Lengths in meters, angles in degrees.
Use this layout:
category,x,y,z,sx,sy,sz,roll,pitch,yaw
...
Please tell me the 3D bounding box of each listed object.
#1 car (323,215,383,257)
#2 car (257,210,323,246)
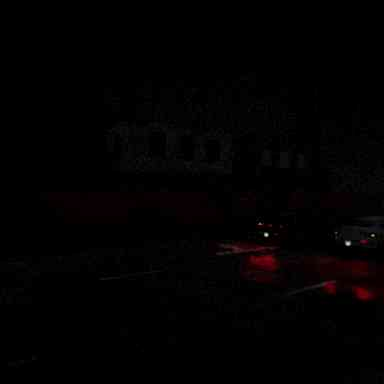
category,x,y,z,sx,sy,sz,roll,pitch,yaw
car,7.655,1.681,13.600,4.674,1.442,1.812,0,0,-35
car,5.299,1.659,16.222,4.892,1.490,1.837,0,0,-35
